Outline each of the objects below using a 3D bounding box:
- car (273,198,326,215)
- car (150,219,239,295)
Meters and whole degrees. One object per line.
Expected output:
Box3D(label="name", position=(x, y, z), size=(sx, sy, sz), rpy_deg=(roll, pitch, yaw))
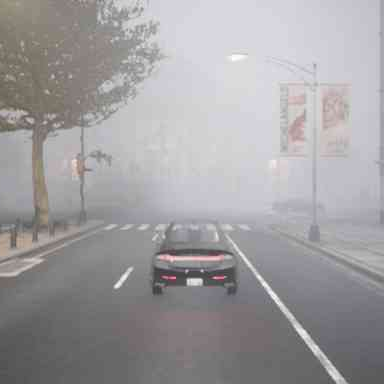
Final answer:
Box3D(label="car", position=(10.356, 1.343, 32.174), size=(5.008, 1.535, 1.882), rpy_deg=(0, -1, -6))
Box3D(label="car", position=(0.061, 1.455, 8.624), size=(2.128, 1.511, 4.902), rpy_deg=(0, 0, 0))
